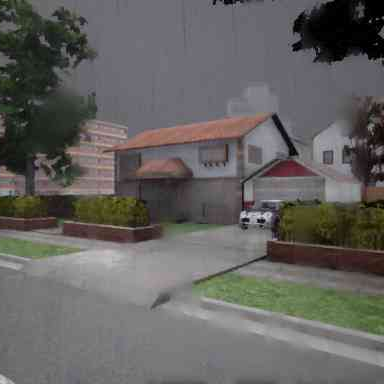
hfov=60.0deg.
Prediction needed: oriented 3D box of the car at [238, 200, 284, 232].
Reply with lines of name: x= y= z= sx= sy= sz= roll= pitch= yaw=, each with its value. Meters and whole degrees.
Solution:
car: x=4.023 y=1.168 z=17.438 sx=1.970 sy=1.475 sz=3.806 roll=0 pitch=0 yaw=36
